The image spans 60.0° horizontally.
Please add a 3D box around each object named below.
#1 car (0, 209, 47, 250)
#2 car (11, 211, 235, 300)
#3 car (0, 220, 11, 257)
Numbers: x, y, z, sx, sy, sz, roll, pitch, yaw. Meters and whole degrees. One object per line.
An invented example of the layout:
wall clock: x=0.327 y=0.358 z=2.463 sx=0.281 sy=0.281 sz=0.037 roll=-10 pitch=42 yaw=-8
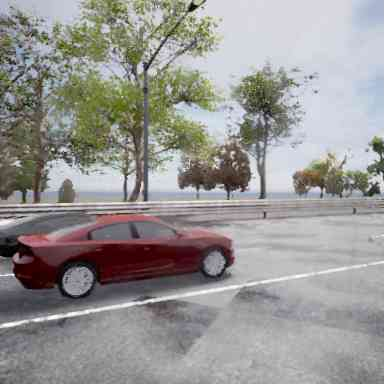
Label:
car: x=-7.964 y=1.398 z=12.141 sx=4.718 sy=1.301 sz=1.895 roll=0 pitch=0 yaw=-28
car: x=-1.323 y=1.261 z=7.763 sx=5.008 sy=1.535 sz=1.882 roll=0 pitch=0 yaw=-28
car: x=-3.696 y=1.312 z=10.461 sx=4.674 sy=1.442 sz=1.812 roll=0 pitch=0 yaw=-28
